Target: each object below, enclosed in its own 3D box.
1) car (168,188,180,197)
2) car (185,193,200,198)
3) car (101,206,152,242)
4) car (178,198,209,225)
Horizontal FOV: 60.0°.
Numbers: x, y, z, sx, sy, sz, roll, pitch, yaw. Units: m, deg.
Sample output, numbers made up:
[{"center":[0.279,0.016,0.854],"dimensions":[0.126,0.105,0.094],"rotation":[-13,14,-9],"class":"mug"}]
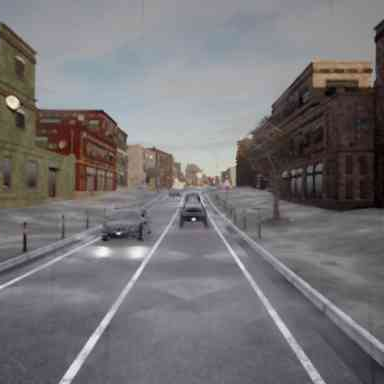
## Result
[{"center":[-3.042,0.059,57.157],"dimensions":[1.837,1.490,4.892],"rotation":[0,4,1],"class":"car"},{"center":[0.108,0.845,41.739],"dimensions":[2.033,1.649,4.856],"rotation":[0,3,0],"class":"car"},{"center":[-3.094,1.501,16.464],"dimensions":[1.837,1.490,4.892],"rotation":[0,0,0],"class":"car"},{"center":[0.106,1.443,23.584],"dimensions":[1.837,1.490,4.892],"rotation":[0,1,0],"class":"car"}]
